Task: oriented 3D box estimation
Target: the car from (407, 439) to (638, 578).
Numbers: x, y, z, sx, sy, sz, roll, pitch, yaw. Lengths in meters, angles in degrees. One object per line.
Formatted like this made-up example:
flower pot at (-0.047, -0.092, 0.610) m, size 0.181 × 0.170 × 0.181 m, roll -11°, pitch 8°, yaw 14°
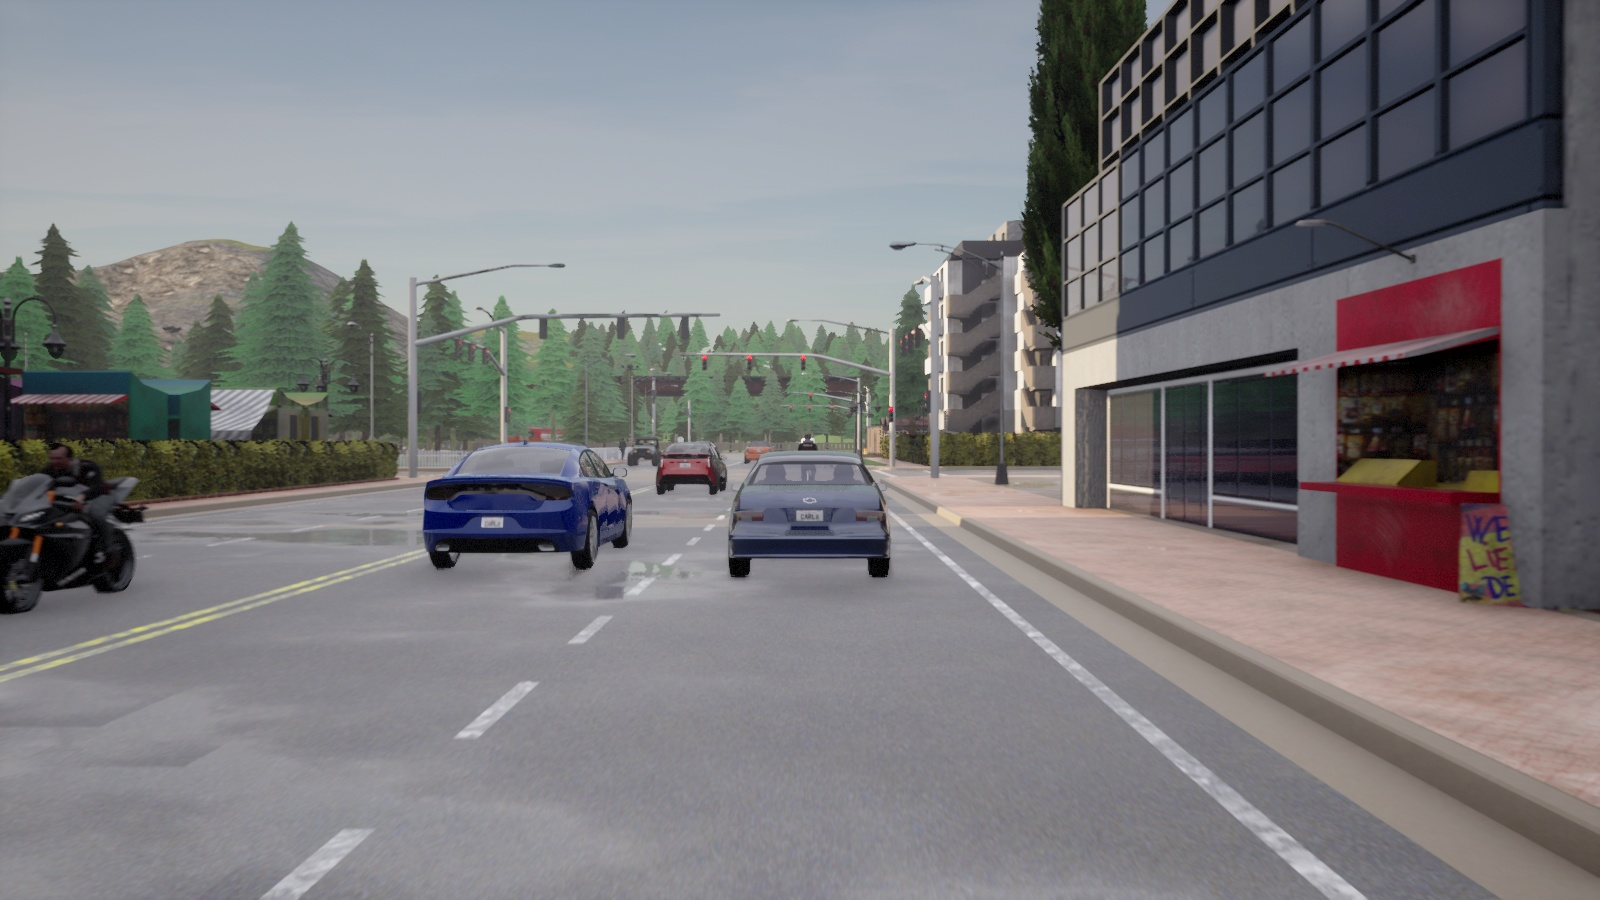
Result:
car at (-3.385, 0.629, 16.355) m, size 1.882 × 1.535 × 5.008 m, roll 0°, pitch 0°, yaw 0°

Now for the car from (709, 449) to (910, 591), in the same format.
car at (0.109, 0.707, 15.402) m, size 2.033 × 1.411 × 5.357 m, roll 0°, pitch 0°, yaw 0°

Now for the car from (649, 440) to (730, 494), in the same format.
car at (-3.253, 0.477, 37.821) m, size 2.007 × 1.525 × 4.514 m, roll 0°, pitch 0°, yaw 0°

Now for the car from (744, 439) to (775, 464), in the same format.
car at (-2.926, 0.089, 91.246) m, size 2.097 × 1.767 × 4.553 m, roll 0°, pitch 0°, yaw 0°

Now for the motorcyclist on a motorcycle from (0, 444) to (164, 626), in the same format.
motorcyclist on a motorcycle at (-6.907, 0.710, 11.671) m, size 0.866 × 1.530 × 2.191 m, roll 0°, pitch 0°, yaw 0°

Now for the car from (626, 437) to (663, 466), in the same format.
car at (-9.990, 0.079, 80.839) m, size 1.905 × 1.878 × 3.866 m, roll 0°, pitch 0°, yaw 0°
